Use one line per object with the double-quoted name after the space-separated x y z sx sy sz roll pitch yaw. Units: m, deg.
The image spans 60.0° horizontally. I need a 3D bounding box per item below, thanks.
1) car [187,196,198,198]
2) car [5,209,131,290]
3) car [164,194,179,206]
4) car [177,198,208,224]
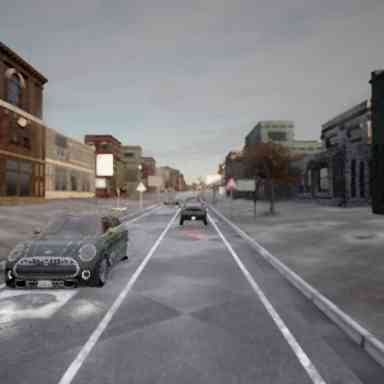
0.095 1.294 42.270 2.033 1.649 4.856 0 0 0 "car"
-3.101 1.336 9.235 2.097 1.767 4.553 0 0 0 "car"
-3.076 1.221 50.947 2.097 1.767 4.553 0 0 0 "car"
0.098 1.442 24.086 1.837 1.490 4.892 0 0 0 "car"
